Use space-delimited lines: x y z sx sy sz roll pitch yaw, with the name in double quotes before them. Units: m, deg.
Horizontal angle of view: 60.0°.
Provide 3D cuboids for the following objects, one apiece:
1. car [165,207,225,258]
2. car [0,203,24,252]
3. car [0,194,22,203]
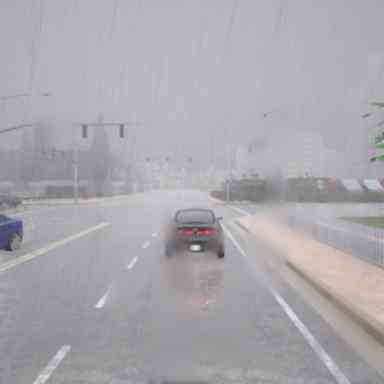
"car" 0.095 1.312 11.920 1.837 1.490 4.892 0 1 0
"car" -7.054 1.314 10.035 1.882 1.535 5.008 0 1 0
"car" -20.366 0.948 34.611 4.892 1.490 1.837 0 1 -2
